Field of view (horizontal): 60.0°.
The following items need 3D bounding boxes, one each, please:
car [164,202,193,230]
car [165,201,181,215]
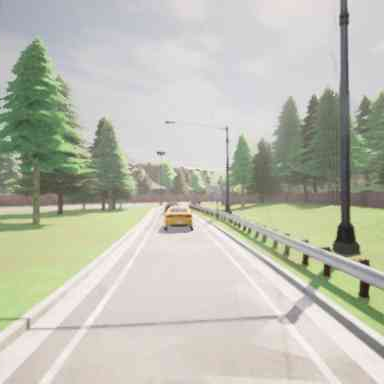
[{"bbox_3d":[-0.950,1.736,23.329,1.882,1.535,5.008,0,-1,-3],"label":"car"},{"bbox_3d":[-2.404,1.964,41.426,1.837,1.490,4.892,0,-1,-5],"label":"car"}]
